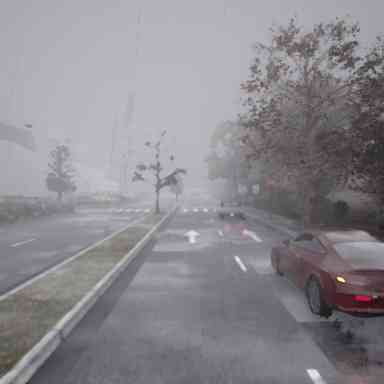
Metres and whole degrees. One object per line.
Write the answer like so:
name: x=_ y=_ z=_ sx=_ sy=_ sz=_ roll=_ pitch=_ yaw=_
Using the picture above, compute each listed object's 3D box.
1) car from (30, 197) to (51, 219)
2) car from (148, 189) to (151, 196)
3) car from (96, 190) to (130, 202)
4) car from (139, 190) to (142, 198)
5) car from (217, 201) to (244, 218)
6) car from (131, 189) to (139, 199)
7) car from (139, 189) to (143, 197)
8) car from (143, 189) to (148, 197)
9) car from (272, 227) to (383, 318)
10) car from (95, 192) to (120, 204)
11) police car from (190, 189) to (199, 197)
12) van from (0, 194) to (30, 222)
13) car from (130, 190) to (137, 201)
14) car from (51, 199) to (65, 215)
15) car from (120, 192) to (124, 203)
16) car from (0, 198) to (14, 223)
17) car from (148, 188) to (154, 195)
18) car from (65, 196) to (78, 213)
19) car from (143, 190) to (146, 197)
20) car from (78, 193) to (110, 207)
car: x=-13.823 y=1.217 z=26.031 sx=4.553 sy=1.767 sz=2.185 roll=-1 pitch=1 yaw=-20
car: x=-13.780 y=0.570 z=86.062 sx=4.792 sy=1.488 sz=2.163 roll=-1 pitch=1 yaw=-20
car: x=-13.806 y=0.857 z=56.041 sx=5.566 sy=2.045 sz=2.435 roll=-1 pitch=0 yaw=-20
car: x=-13.820 y=0.917 z=71.049 sx=4.674 sy=1.452 sz=2.002 roll=-1 pitch=1 yaw=-20
car: x=3.103 y=1.431 z=27.803 sx=1.895 sy=1.301 sz=4.718 roll=0 pitch=1 yaw=0
car: x=-13.851 y=0.731 z=65.021 sx=5.566 sy=2.045 sz=2.435 roll=-1 pitch=1 yaw=-20
car: x=-13.848 y=0.688 z=74.034 sx=4.553 sy=1.767 sz=2.185 roll=-1 pitch=1 yaw=-20
car: x=-13.804 y=0.681 z=80.046 sx=5.008 sy=1.535 sz=2.097 roll=-1 pitch=2 yaw=-20
car: x=3.101 y=1.502 z=7.278 sx=1.812 sy=1.442 sz=4.674 roll=0 pitch=0 yaw=0
car: x=-14.005 y=1.165 z=49.952 sx=5.366 sy=1.575 sz=1.946 roll=-1 pitch=1 yaw=-20
police car: x=0.910 y=0.365 z=90.873 sx=1.930 sy=1.638 sz=5.238 roll=0 pitch=1 yaw=0
van: x=-13.964 y=1.141 z=22.995 sx=4.442 sy=1.987 sz=1.878 roll=-1 pitch=1 yaw=-20
car: x=-13.652 y=1.022 z=62.098 sx=5.366 sy=1.575 sz=1.946 roll=-1 pitch=1 yaw=-20
car: x=-13.844 y=1.361 z=29.005 sx=4.674 sy=1.452 sz=2.002 roll=-1 pitch=1 yaw=-20
car: x=-13.835 y=1.177 z=53.025 sx=4.674 sy=1.452 sz=2.002 roll=-1 pitch=0 yaw=-20
car: x=-13.849 y=1.388 z=20.058 sx=4.892 sy=1.521 sz=2.231 roll=-1 pitch=1 yaw=-20
car: x=-13.783 y=0.221 z=89.059 sx=5.566 sy=2.045 sz=2.435 roll=-1 pitch=1 yaw=-20
car: x=-13.821 y=1.329 z=32.023 sx=4.792 sy=1.488 sz=2.163 roll=-1 pitch=0 yaw=-20
car: x=-13.816 y=0.789 z=77.048 sx=4.674 sy=1.452 sz=2.002 roll=-1 pitch=1 yaw=-20
car: x=-13.812 y=1.241 z=44.029 sx=4.792 sy=1.488 sz=2.163 roll=-1 pitch=0 yaw=-20
